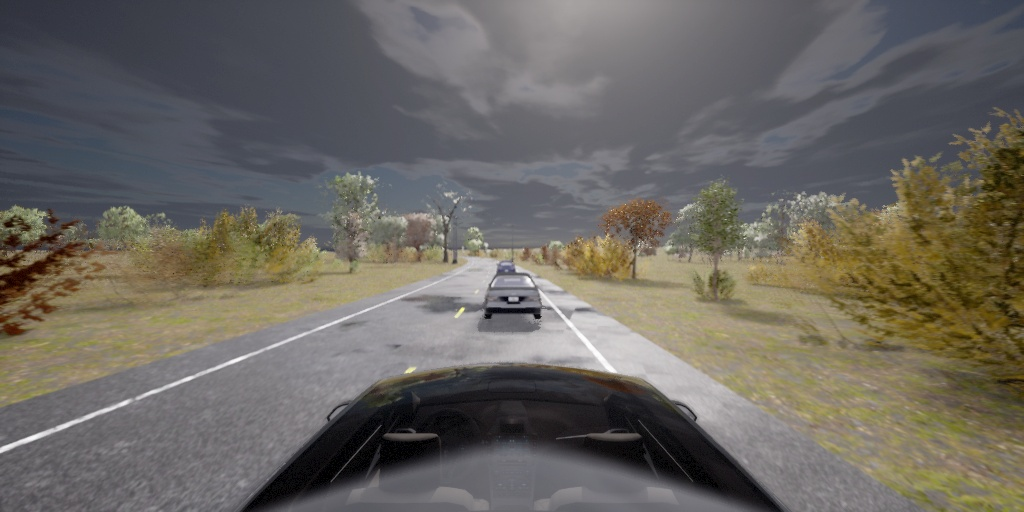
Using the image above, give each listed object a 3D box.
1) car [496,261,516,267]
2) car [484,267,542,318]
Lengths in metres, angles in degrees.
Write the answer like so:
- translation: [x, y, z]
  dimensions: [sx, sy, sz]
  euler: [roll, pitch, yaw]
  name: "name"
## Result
- translation: [-0.592, 1.224, 35.842]
  dimensions: [1.812, 1.442, 4.674]
  euler: [0, 0, -2]
  name: "car"
- translation: [0.007, 1.288, 12.855]
  dimensions: [2.033, 1.411, 5.357]
  euler: [0, 0, -1]
  name: "car"
